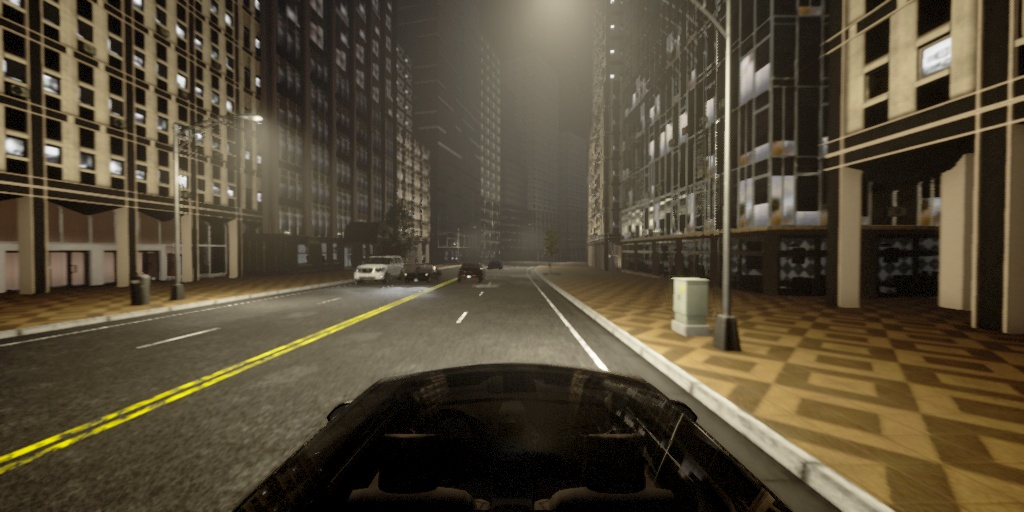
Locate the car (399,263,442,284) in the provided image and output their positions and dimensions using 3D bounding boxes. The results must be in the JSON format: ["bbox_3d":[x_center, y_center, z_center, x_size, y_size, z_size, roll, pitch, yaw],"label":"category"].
[{"bbox_3d":[-6.563,1.350,26.754,1.895,1.301,4.718,0,0,0],"label":"car"}]

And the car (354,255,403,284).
[{"bbox_3d":[-9.810,0.973,27.068,2.150,2.045,5.566,0,0,1],"label":"car"}]

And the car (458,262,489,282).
[{"bbox_3d":[-3.153,1.252,28.583,1.837,1.490,4.892,0,0,0],"label":"car"}]

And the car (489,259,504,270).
[{"bbox_3d":[-2.325,1.245,53.260,1.882,1.535,5.008,0,0,4],"label":"car"}]
